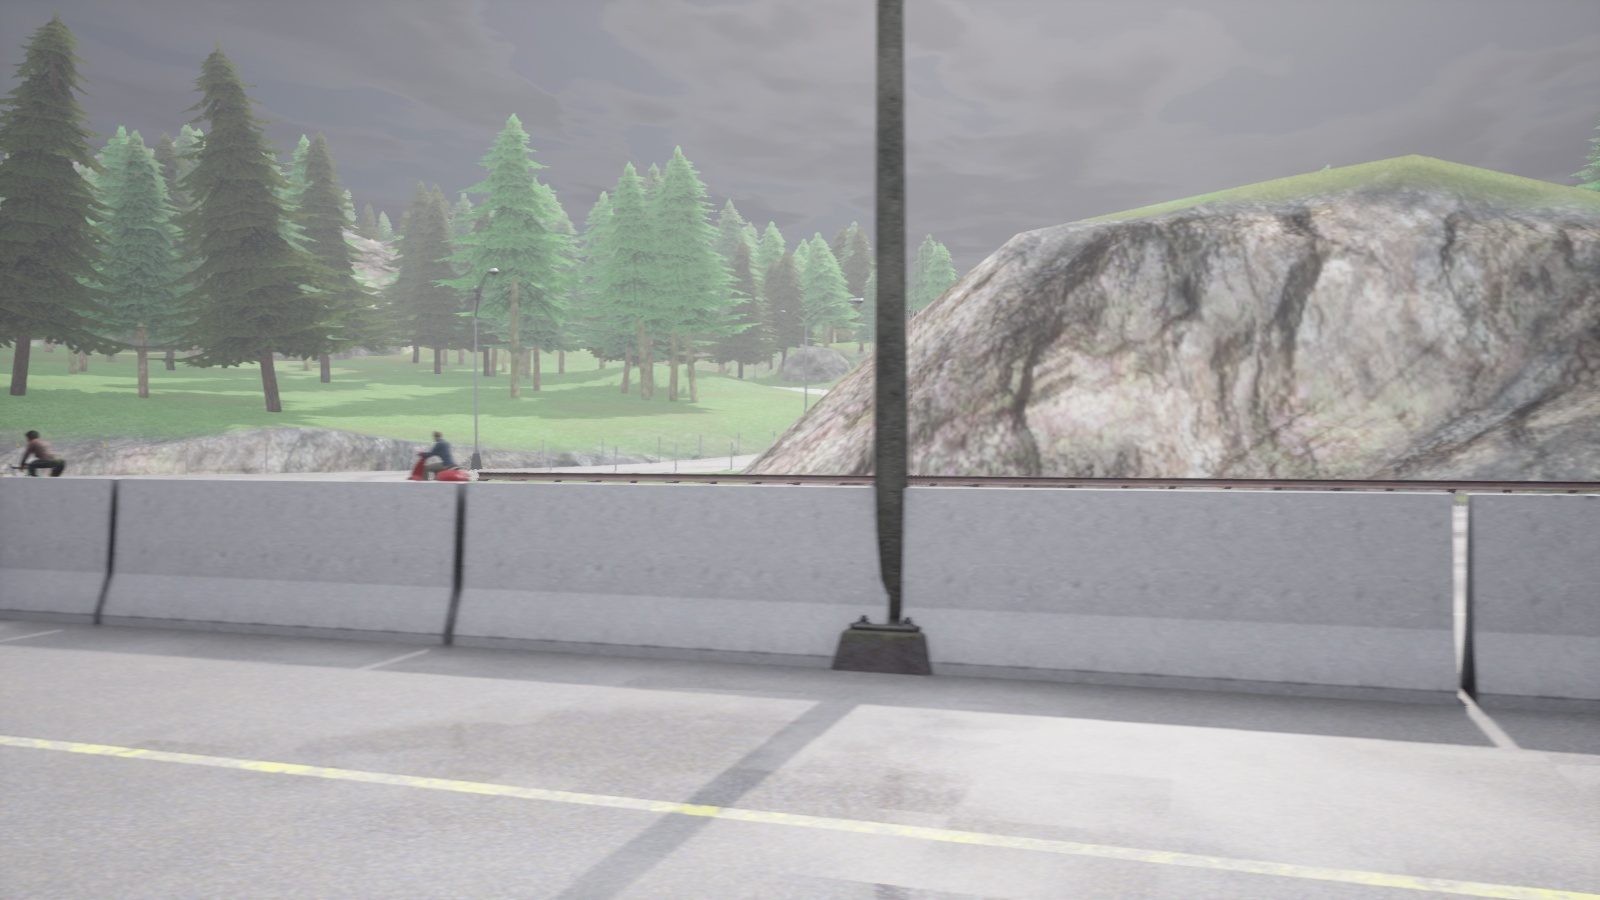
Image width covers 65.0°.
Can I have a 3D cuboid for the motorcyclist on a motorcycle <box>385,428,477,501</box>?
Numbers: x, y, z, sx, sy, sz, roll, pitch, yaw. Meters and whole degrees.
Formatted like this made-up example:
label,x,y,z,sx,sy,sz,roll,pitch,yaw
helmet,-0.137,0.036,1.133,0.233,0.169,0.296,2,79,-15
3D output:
label,x,y,z,sx,sy,sz,roll,pitch,yaw
motorcyclist on a motorcycle,-8.263,0.298,28.127,1.817,1.590,0.866,0,1,19
